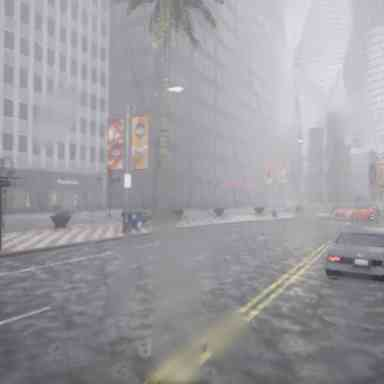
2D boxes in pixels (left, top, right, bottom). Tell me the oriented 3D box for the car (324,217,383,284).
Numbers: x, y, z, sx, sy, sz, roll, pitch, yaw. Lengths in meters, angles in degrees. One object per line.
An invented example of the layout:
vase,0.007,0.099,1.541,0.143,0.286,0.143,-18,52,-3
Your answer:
car,5.235,1.735,9.989,2.033,1.411,5.357,0,-1,30

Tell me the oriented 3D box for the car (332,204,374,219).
car,15.958,1.952,32.936,4.553,1.767,2.097,1,-1,-32
